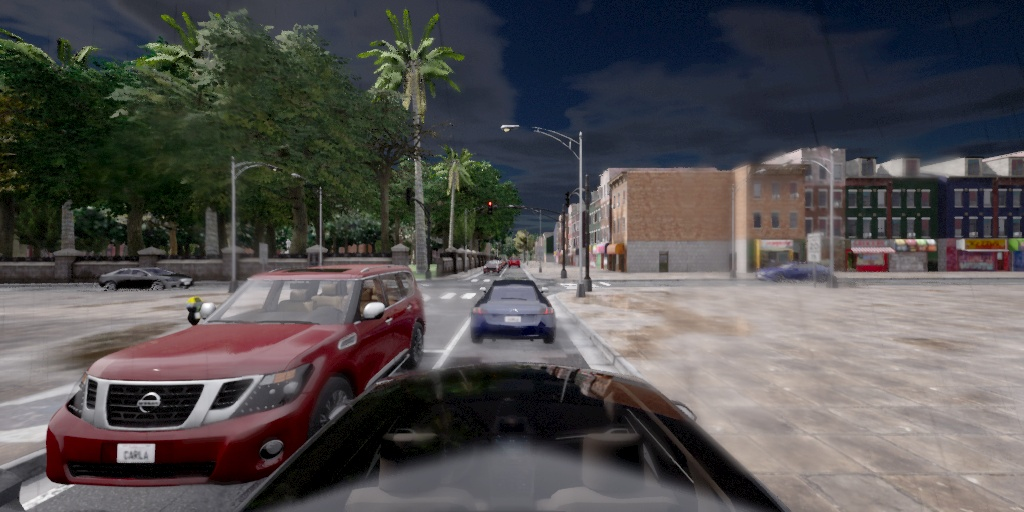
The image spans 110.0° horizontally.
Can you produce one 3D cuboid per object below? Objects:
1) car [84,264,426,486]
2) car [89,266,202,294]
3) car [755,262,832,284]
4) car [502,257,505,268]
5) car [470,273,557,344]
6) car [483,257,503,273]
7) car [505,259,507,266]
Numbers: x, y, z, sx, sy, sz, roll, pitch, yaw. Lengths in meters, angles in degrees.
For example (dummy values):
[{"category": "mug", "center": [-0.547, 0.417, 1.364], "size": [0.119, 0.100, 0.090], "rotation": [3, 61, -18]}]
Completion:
[{"category": "car", "center": [-2.621, 1.065, 5.029], "size": [2.192, 1.841, 5.009], "rotation": [0, 0, 0]}, {"category": "car", "center": [-22.875, 1.466, 22.534], "size": [4.902, 1.511, 2.128], "rotation": [-1, 0, 0]}, {"category": "car", "center": [19.794, 1.145, 25.270], "size": [4.674, 1.442, 1.812], "rotation": [0, 0, 0]}, {"category": "car", "center": [-2.349, 1.287, 48.862], "size": [1.967, 1.591, 4.097], "rotation": [0, 0, 0]}, {"category": "car", "center": [0.045, 1.316, 9.644], "size": [1.994, 1.385, 4.181], "rotation": [0, 0, 1]}, {"category": "car", "center": [-2.385, 1.266, 43.175], "size": [1.967, 1.591, 4.097], "rotation": [0, 0, 0]}, {"category": "car", "center": [-2.280, 1.481, 60.240], "size": [1.802, 1.307, 4.207], "rotation": [0, 0, 0]}]
